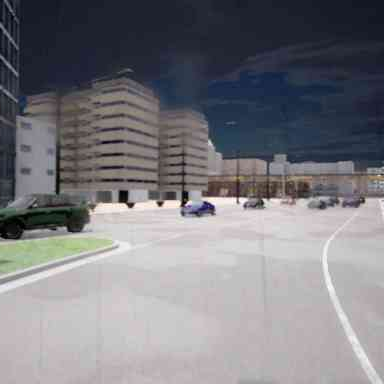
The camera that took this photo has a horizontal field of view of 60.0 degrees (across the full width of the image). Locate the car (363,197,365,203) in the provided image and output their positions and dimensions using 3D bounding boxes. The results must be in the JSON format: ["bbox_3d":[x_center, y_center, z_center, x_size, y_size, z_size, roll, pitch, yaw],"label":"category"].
[{"bbox_3d":[37.977,1.862,75.691,2.128,1.511,4.902,1,0,29],"label":"car"}]

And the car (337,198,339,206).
[{"bbox_3d":[26.537,1.727,62.418,1.837,1.490,4.892,1,0,29],"label":"car"}]

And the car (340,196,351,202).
[{"bbox_3d":[40.002,1.873,86.475,2.128,1.511,4.902,1,0,29],"label":"car"}]

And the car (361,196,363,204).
[{"bbox_3d":[29.574,1.794,60.679,1.812,1.442,4.674,1,0,29],"label":"car"}]

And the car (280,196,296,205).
[{"bbox_3d":[17.596,1.548,60.773,2.097,1.767,4.553,1,0,29],"label":"car"}]

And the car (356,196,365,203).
[{"bbox_3d":[43.088,1.882,84.822,1.837,1.490,4.892,1,0,29],"label":"car"}]

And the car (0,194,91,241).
[{"bbox_3d":[-7.742,1.126,16.736,2.150,2.045,5.566,1,0,35],"label":"car"}]

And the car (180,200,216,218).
[{"bbox_3d":[0.676,1.506,30.742,1.812,1.442,4.674,1,0,29],"label":"car"}]

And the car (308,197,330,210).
[{"bbox_3d":[17.253,1.707,45.825,1.994,1.385,4.181,1,0,29],"label":"car"}]

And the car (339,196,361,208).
[{"bbox_3d":[24.676,1.568,51.924,2.097,1.767,4.553,1,0,29],"label":"car"}]

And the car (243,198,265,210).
[{"bbox_3d":[8.300,1.554,44.339,1.837,1.490,4.892,1,0,29],"label":"car"}]

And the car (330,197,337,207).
[{"bbox_3d":[21.995,1.750,54.304,1.994,1.385,4.181,1,0,29],"label":"car"}]
